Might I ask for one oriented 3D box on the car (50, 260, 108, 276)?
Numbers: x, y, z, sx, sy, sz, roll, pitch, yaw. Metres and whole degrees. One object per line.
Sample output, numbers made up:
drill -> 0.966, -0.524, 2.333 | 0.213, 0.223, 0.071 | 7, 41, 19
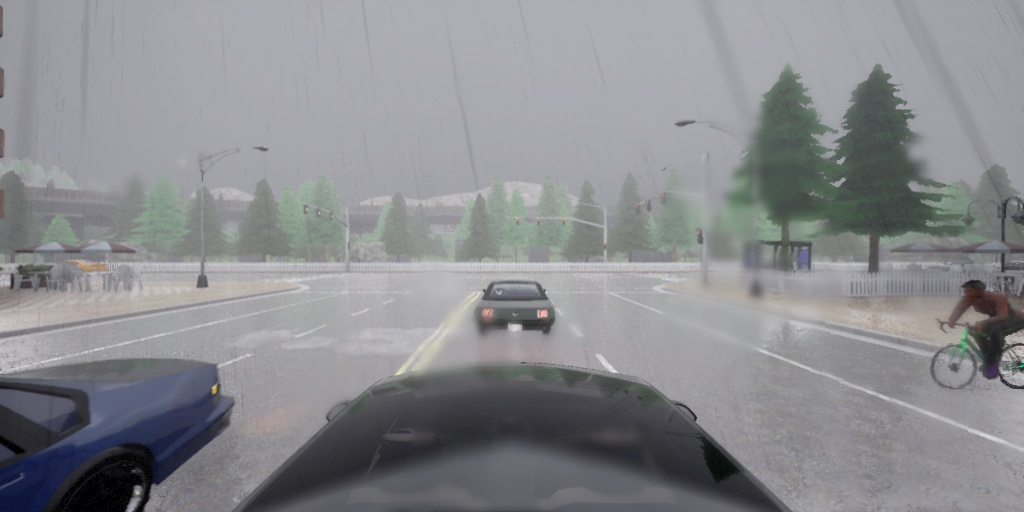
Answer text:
car -> -40.894, 1.095, 33.268 | 5.008, 1.535, 1.882 | 0, 0, -9

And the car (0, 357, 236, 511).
car -> -3.579, 1.299, 1.040 | 2.033, 1.411, 5.357 | 0, 0, 0

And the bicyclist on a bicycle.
bicyclist on a bicycle -> 6.979, 1.173, 5.279 | 1.656, 1.620, 0.582 | -2, 0, 0

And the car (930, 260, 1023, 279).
car -> 34.883, 1.180, 27.008 | 5.357, 1.411, 2.033 | 0, 0, 3

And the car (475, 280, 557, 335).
car -> 0.069, 1.330, 10.338 | 1.895, 1.301, 4.718 | 0, 0, 0

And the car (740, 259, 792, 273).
car -> 26.737, 1.097, 37.759 | 4.902, 1.511, 2.128 | 0, 0, 1
